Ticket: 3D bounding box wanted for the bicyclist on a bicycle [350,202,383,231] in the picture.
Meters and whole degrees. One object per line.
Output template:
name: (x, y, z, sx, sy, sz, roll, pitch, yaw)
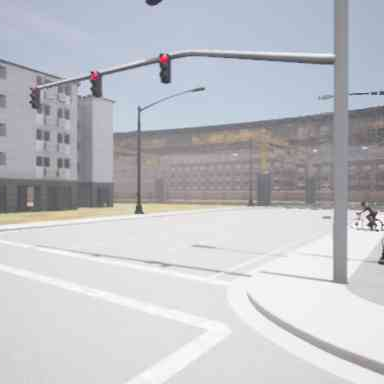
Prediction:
bicyclist on a bicycle: (9.829, 1.372, 18.773, 1.656, 1.620, 0.582, 0, 0, 34)
